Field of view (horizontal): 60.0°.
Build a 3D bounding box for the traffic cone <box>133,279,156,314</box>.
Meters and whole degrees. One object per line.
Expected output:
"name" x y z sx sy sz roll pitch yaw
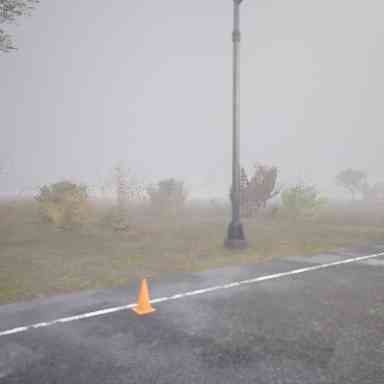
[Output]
"traffic cone" -0.911 1.960 6.349 0.340 0.580 0.340 0 0 -35
